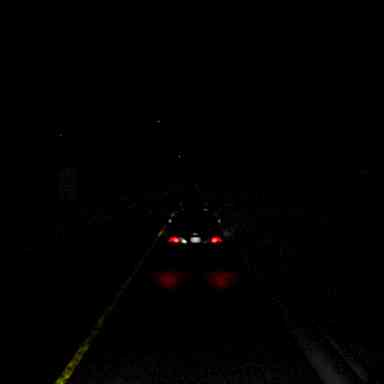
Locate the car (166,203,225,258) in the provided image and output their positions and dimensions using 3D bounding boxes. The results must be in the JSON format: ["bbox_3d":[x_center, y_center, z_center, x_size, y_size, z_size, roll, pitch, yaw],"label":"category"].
[{"bbox_3d":[0.099,1.341,11.802,2.033,1.411,5.357,0,1,0],"label":"car"}]

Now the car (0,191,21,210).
[{"bbox_3d":[-20.971,0.935,34.276,5.009,1.841,2.192,-1,2,0],"label":"car"}]

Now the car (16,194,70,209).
[{"bbox_3d":[-15.288,1.145,34.275,4.206,1.307,1.802,-1,2,0],"label":"car"}]

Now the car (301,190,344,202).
[{"bbox_3d":[16.730,0.508,42.727,4.829,1.417,1.752,-1,2,0],"label":"car"}]

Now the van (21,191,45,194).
[{"bbox_3d":[-20.963,0.730,42.799,3.998,1.788,1.690,-1,2,0],"label":"van"}]

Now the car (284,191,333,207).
[{"bbox_3d":[11.681,0.837,34.217,4.313,1.339,1.947,-1,2,0],"label":"car"}]

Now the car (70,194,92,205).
[{"bbox_3d":[-15.452,0.859,42.795,4.829,1.417,1.752,-1,2,0],"label":"car"}]

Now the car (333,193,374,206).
[{"bbox_3d":[17.059,0.761,34.205,4.403,1.369,2.008,-1,2,0],"label":"car"}]

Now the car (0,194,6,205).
[{"bbox_3d":[-26.640,1.010,42.819,4.313,1.339,1.947,-1,2,0],"label":"car"}]

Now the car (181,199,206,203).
[{"bbox_3d":[0.097,1.173,22.093,1.994,1.385,4.181,0,1,0],"label":"car"}]
